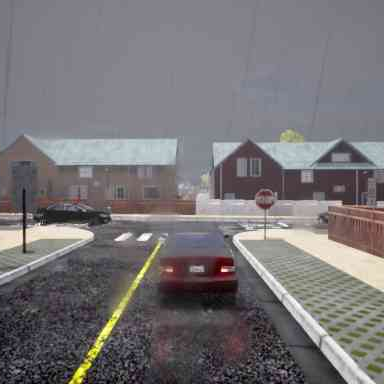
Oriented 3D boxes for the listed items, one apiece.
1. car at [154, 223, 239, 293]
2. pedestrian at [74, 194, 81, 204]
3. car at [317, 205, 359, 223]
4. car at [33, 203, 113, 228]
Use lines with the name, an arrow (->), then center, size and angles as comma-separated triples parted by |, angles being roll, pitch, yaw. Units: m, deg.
car -> 0.094, 1.547, 8.970 | 2.033, 1.411, 5.357 | 0, 0, 0
pedestrian -> -9.378, 1.053, 27.144 | 0.375, 1.860, 0.375 | 0, 0, 1
car -> 11.862, 1.674, 23.750 | 5.357, 1.411, 2.033 | 1, 0, 1
car -> -7.530, 1.431, 21.242 | 4.902, 1.511, 2.128 | 0, 0, 1
